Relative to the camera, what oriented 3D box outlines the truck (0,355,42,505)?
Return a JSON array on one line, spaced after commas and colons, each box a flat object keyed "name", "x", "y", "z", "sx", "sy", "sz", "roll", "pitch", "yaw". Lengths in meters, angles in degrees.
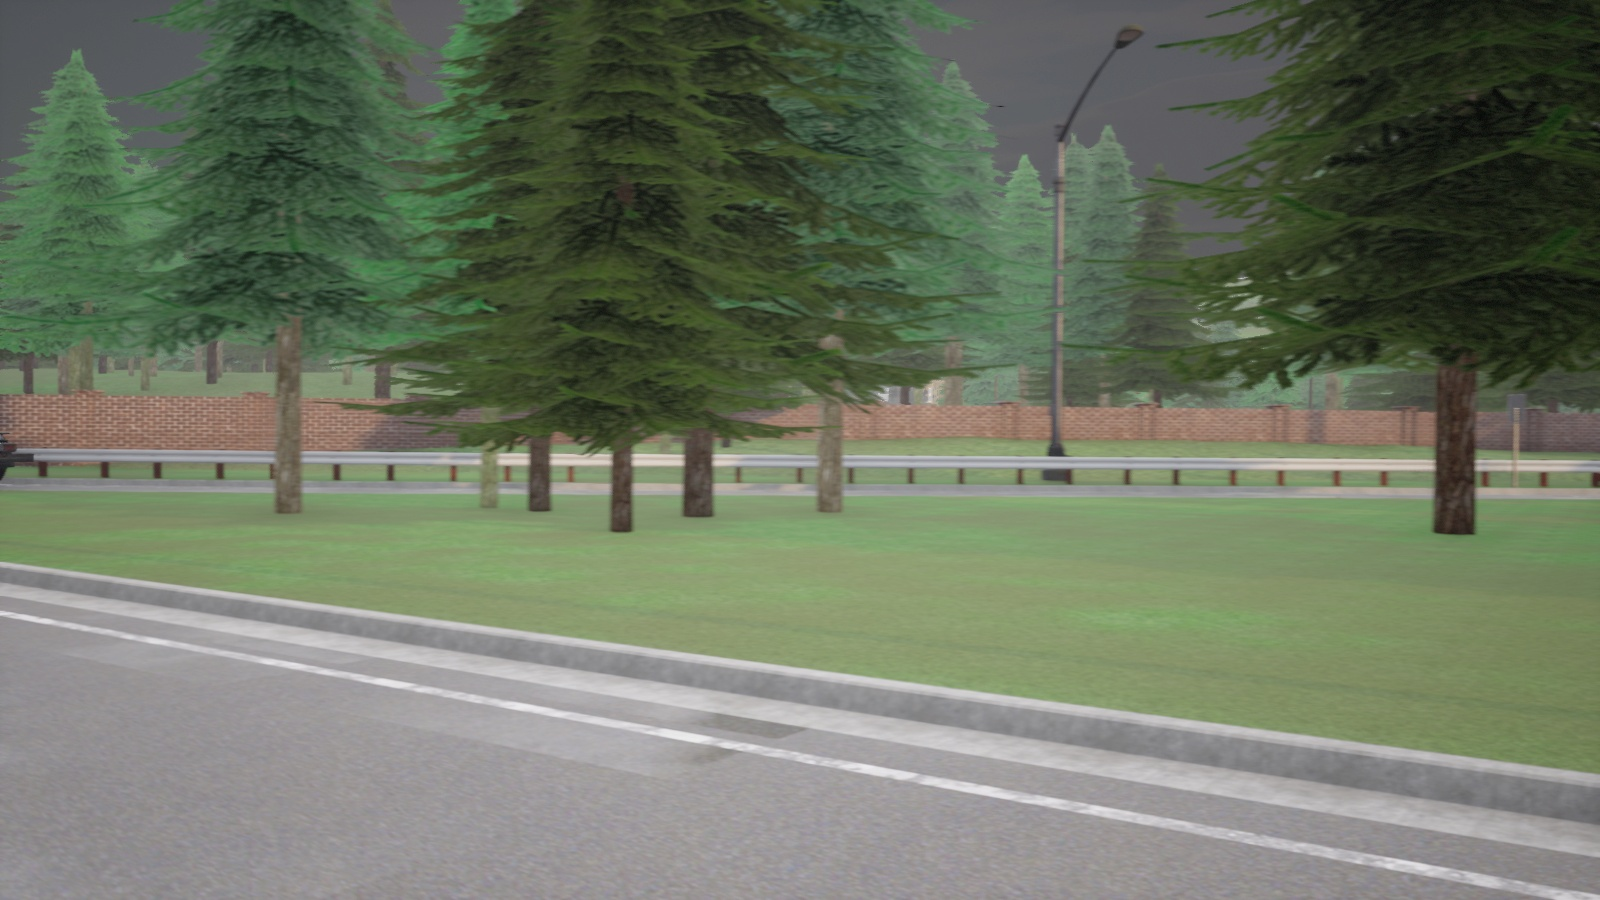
[{"name": "truck", "x": -22.419, "y": -0.437, "z": 29.299, "sx": 7.936, "sy": 3.462, "sz": 2.891, "roll": 0, "pitch": 1, "yaw": 6}]
